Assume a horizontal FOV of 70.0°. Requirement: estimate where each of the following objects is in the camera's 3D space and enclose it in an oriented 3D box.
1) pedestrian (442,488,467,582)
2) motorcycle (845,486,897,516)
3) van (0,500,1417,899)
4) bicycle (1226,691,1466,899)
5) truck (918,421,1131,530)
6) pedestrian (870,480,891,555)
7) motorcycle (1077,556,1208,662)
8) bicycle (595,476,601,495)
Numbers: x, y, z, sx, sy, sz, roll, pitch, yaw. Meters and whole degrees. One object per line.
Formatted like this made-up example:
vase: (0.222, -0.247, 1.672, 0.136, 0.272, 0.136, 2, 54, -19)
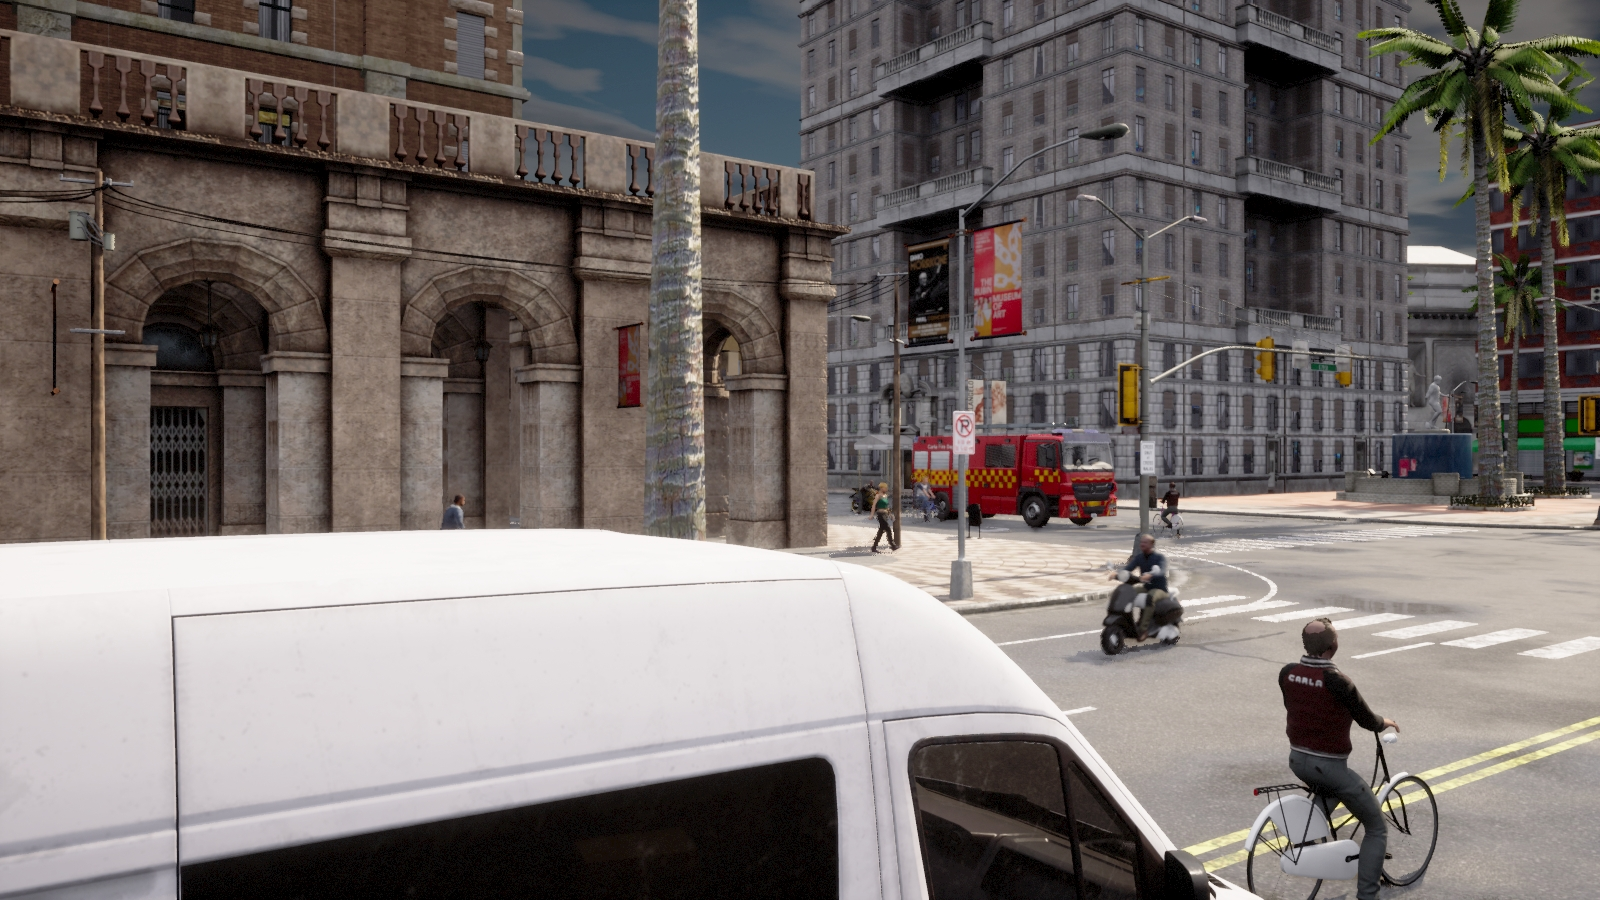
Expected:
pedestrian: (-6.942, 1.696, 22.942, 0.375, 1.860, 0.375, 0, 0, -35)
motorcycle: (3.065, 2.205, 49.743, 2.209, 1.251, 0.867, 0, 0, 44)
van: (-0.760, 1.534, 3.254, 5.915, 2.561, 1.988, 0, 0, -35)
bicycle: (3.417, 2.210, 7.085, 1.835, 1.171, 0.329, 0, 0, -29)
truck: (8.452, 0.890, 44.320, 2.891, 3.827, 8.468, 0, 0, -35)
pedestrian: (2.043, 1.698, 28.903, 0.375, 1.860, 0.375, 0, 0, 38)
motorcycle: (4.793, 2.182, 15.958, 1.805, 1.236, 0.856, 0, 0, -37)
bicycle: (-12.612, 2.210, 71.312, 0.329, 1.171, 1.835, 0, 0, -13)
